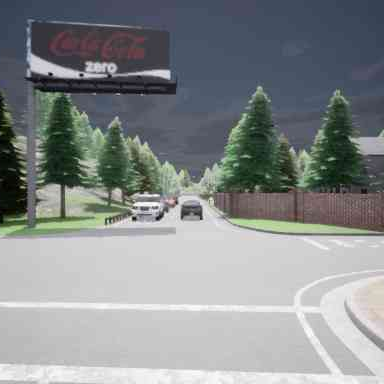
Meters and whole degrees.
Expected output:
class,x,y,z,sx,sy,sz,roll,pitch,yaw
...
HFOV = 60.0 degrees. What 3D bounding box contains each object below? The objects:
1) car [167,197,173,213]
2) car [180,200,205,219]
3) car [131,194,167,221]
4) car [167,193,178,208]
class,x,y,z,sx,sy,sz,roll,pitch,yaw
car,-3.577,1.564,37.303,1.994,1.385,4.181,0,0,0
car,0.015,1.504,29.155,1.837,1.490,4.892,0,0,1
car,-3.587,1.222,27.777,2.150,2.045,5.566,0,0,0
car,-3.558,1.352,47.444,2.097,1.767,4.553,0,0,0
